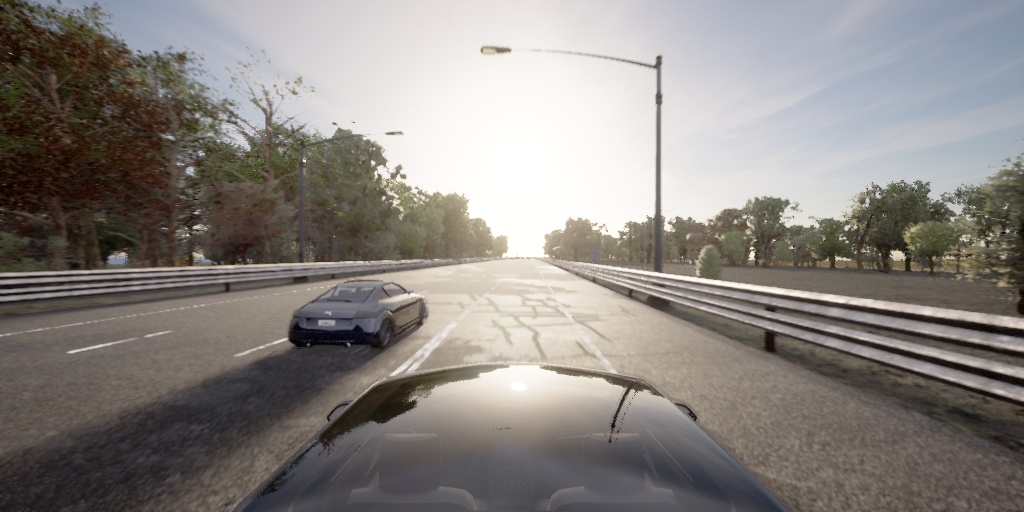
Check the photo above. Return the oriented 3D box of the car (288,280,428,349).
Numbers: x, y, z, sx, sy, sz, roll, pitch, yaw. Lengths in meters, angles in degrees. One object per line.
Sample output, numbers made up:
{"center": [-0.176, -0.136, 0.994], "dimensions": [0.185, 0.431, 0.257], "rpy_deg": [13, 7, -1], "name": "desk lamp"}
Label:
{"center": [-3.559, 1.293, 9.083], "dimensions": [1.994, 1.385, 4.181], "rpy_deg": [0, 0, 3], "name": "car"}
